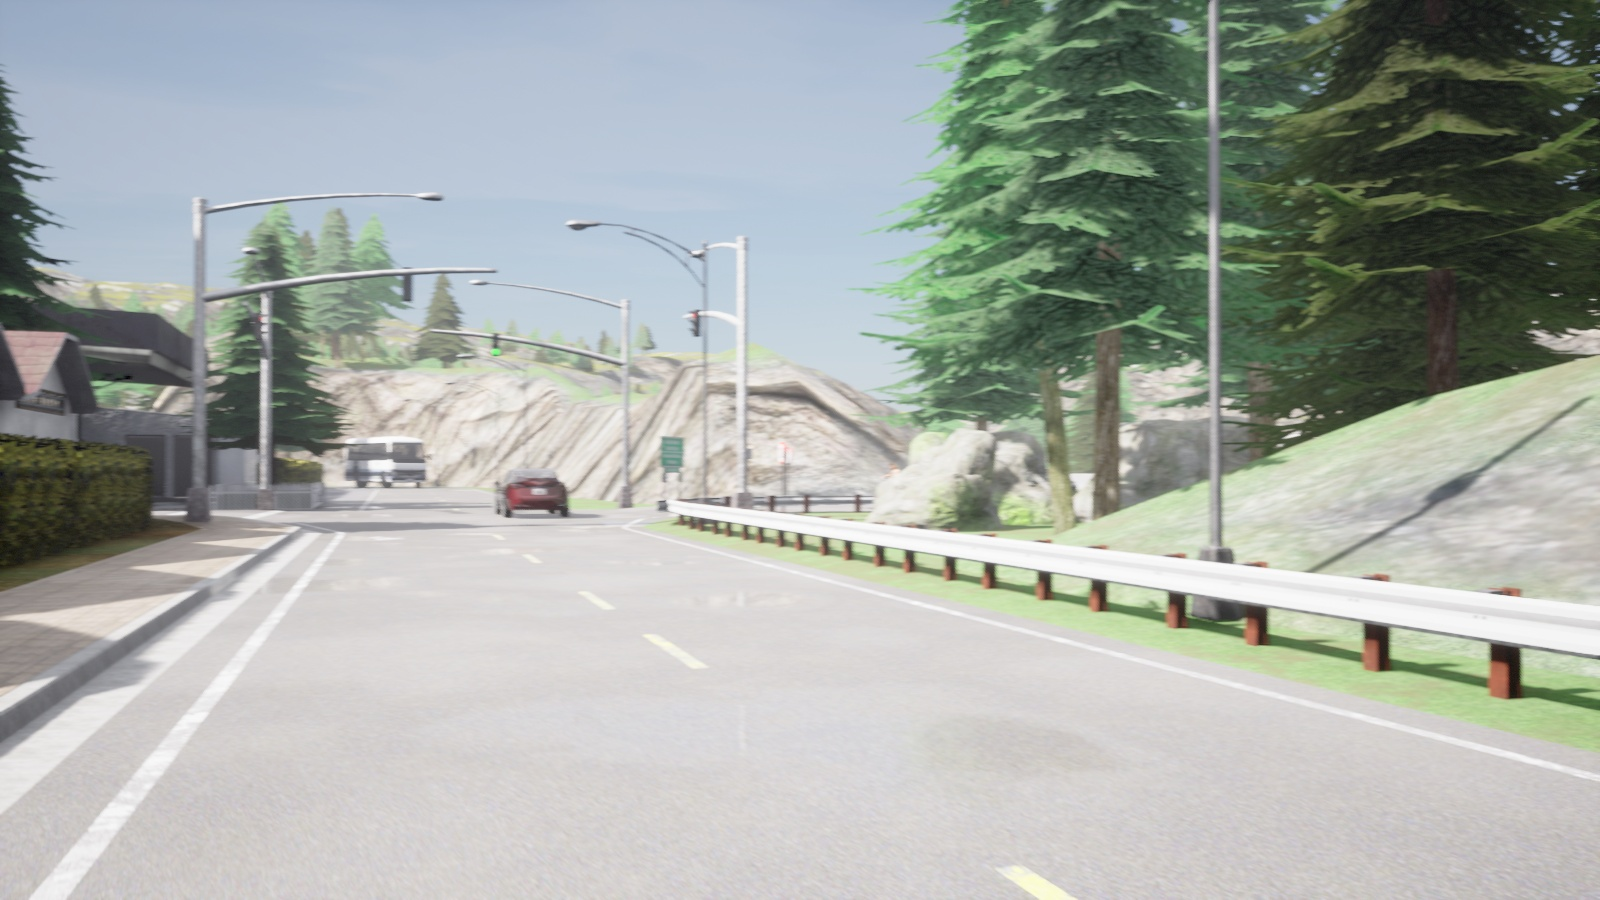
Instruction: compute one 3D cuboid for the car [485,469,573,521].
[{"bbox_3d":[-8.484,1.366,38.989,2.163,1.488,4.792,0,-1,-18],"label":"car"}]
